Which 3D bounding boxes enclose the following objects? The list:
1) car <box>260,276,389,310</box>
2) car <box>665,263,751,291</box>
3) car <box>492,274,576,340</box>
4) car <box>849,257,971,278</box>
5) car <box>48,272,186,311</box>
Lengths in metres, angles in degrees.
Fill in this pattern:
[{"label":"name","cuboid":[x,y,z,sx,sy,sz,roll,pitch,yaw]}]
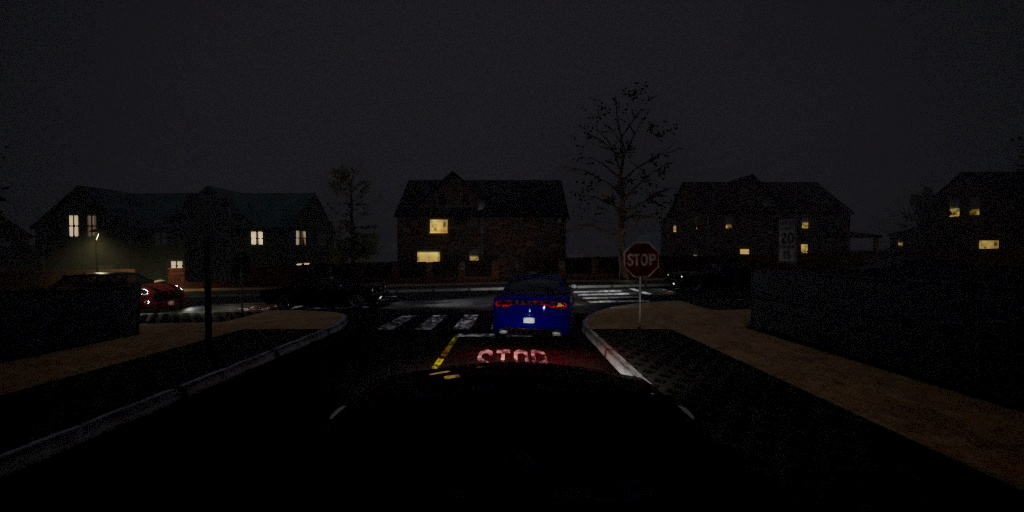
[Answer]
[{"label":"car","cuboid":[-7.819,1.506,15.306,4.718,1.301,1.895,-1,1,0]},{"label":"car","cuboid":[10.401,1.034,18.244,4.718,1.301,1.895,-1,1,-1]},{"label":"car","cuboid":[0.781,1.226,10.103,1.882,1.535,5.008,0,0,10]},{"label":"car","cuboid":[20.046,0.753,18.285,5.357,1.411,2.033,-1,1,0]},{"label":"car","cuboid":[-16.807,1.472,15.293,4.553,1.767,2.097,-1,1,0]}]
